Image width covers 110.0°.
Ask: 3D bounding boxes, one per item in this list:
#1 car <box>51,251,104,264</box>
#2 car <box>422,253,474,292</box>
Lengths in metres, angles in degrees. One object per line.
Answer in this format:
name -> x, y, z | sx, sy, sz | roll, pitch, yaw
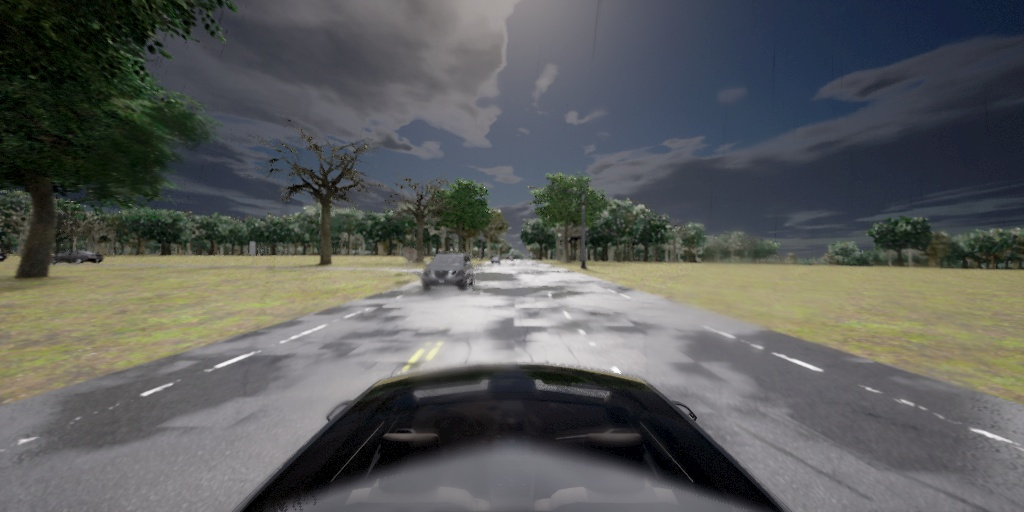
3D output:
car -> -48.865, 0.166, 40.242 | 4.892, 1.490, 1.837 | 0, -1, 0
car -> -3.425, 0.857, 20.205 | 2.150, 2.045, 5.566 | 0, 0, 0
